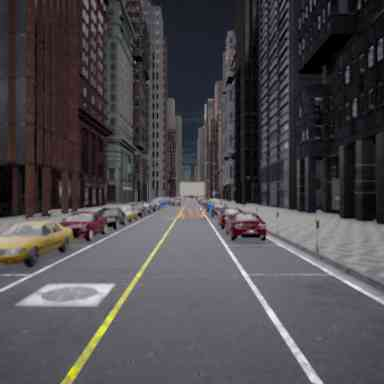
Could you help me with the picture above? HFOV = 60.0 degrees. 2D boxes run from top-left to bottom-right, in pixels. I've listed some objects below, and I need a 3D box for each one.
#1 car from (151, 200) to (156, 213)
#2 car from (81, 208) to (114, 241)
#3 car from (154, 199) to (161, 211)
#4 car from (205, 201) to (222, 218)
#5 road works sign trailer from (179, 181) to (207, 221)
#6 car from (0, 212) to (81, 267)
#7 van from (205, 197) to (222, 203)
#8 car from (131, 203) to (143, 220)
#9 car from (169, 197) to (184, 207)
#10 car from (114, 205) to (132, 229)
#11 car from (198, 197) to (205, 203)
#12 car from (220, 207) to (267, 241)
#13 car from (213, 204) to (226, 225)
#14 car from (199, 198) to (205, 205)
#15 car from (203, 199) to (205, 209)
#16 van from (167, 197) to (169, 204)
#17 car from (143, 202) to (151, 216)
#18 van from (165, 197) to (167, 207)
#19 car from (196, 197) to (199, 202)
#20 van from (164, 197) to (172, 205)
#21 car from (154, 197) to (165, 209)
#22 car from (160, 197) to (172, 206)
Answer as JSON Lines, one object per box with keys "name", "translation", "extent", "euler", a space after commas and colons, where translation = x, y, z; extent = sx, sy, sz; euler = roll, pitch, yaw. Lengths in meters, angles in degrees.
{"name": "car", "translation": [-5.759, 1.986, 40.276], "extent": [1.802, 1.307, 4.206], "euler": [0, -1, 0]}
{"name": "car", "translation": [-5.761, 1.720, 17.731], "extent": [1.887, 1.381, 4.507], "euler": [0, -1, 0]}
{"name": "car", "translation": [-5.759, 2.029, 45.913], "extent": [1.947, 1.339, 4.313], "euler": [0, -1, 0]}
{"name": "car", "translation": [2.765, 1.897, 34.656], "extent": [2.008, 1.369, 4.403], "euler": [0, -1, 0]}
{"name": "road works sign trailer", "translation": [0.004, 0.763, 30.052], "extent": [2.380, 3.560, 2.880], "euler": [0, -1, 0]}
{"name": "car", "translation": [-5.762, 1.644, 11.925], "extent": [1.752, 1.417, 4.829], "euler": [0, -1, 0]}
{"name": "van", "translation": [2.766, 1.745, 40.294], "extent": [1.690, 1.788, 3.998], "euler": [0, -1, 0]}
{"name": "car", "translation": [-5.760, 1.812, 28.834], "extent": [1.752, 1.417, 4.829], "euler": [0, -1, 0]}
{"name": "car", "translation": [-3.017, 2.168, 64.582], "extent": [1.837, 1.490, 4.892], "euler": [0, -1, 1]}
{"name": "car", "translation": [-5.761, 1.797, 23.367], "extent": [1.947, 1.339, 4.313], "euler": [0, -1, 0]}
{"name": "car", "translation": [2.769, 2.253, 68.471], "extent": [1.887, 1.381, 4.507], "euler": [0, -1, 0]}
{"name": "car", "translation": [2.764, 1.720, 17.748], "extent": [1.887, 1.381, 4.507], "euler": [0, -1, 0]}
{"name": "car", "translation": [2.764, 1.776, 23.384], "extent": [1.887, 1.381, 4.507], "euler": [0, -1, 0]}
{"name": "car", "translation": [2.768, 2.135, 57.200], "extent": [2.008, 1.369, 4.403], "euler": [0, -1, 0]}
{"name": "car", "translation": [2.766, 2.014, 45.928], "extent": [2.008, 1.369, 4.403], "euler": [0, -1, 0]}
{"name": "van", "translation": [-5.757, 1.987, 62.823], "extent": [1.690, 1.788, 3.998], "euler": [0, -1, 0]}
{"name": "car", "translation": [-5.760, 1.912, 34.639], "extent": [1.947, 1.339, 4.313], "euler": [0, -1, 0]}
{"name": "van", "translation": [-5.758, 1.926, 57.187], "extent": [1.690, 1.788, 3.998], "euler": [0, -1, 0]}
{"name": "car", "translation": [2.770, 2.149, 79.745], "extent": [2.192, 1.841, 5.009], "euler": [0, -1, 0]}
{"name": "van", "translation": [-5.755, 2.175, 79.731], "extent": [1.690, 1.788, 3.998], "euler": [0, -1, 0]}
{"name": "car", "translation": [-5.758, 1.964, 51.550], "extent": [1.967, 1.590, 4.097], "euler": [0, -1, 0]}
{"name": "car", "translation": [-5.756, 2.085, 74.096], "extent": [2.192, 1.841, 5.009], "euler": [0, -1, 0]}
